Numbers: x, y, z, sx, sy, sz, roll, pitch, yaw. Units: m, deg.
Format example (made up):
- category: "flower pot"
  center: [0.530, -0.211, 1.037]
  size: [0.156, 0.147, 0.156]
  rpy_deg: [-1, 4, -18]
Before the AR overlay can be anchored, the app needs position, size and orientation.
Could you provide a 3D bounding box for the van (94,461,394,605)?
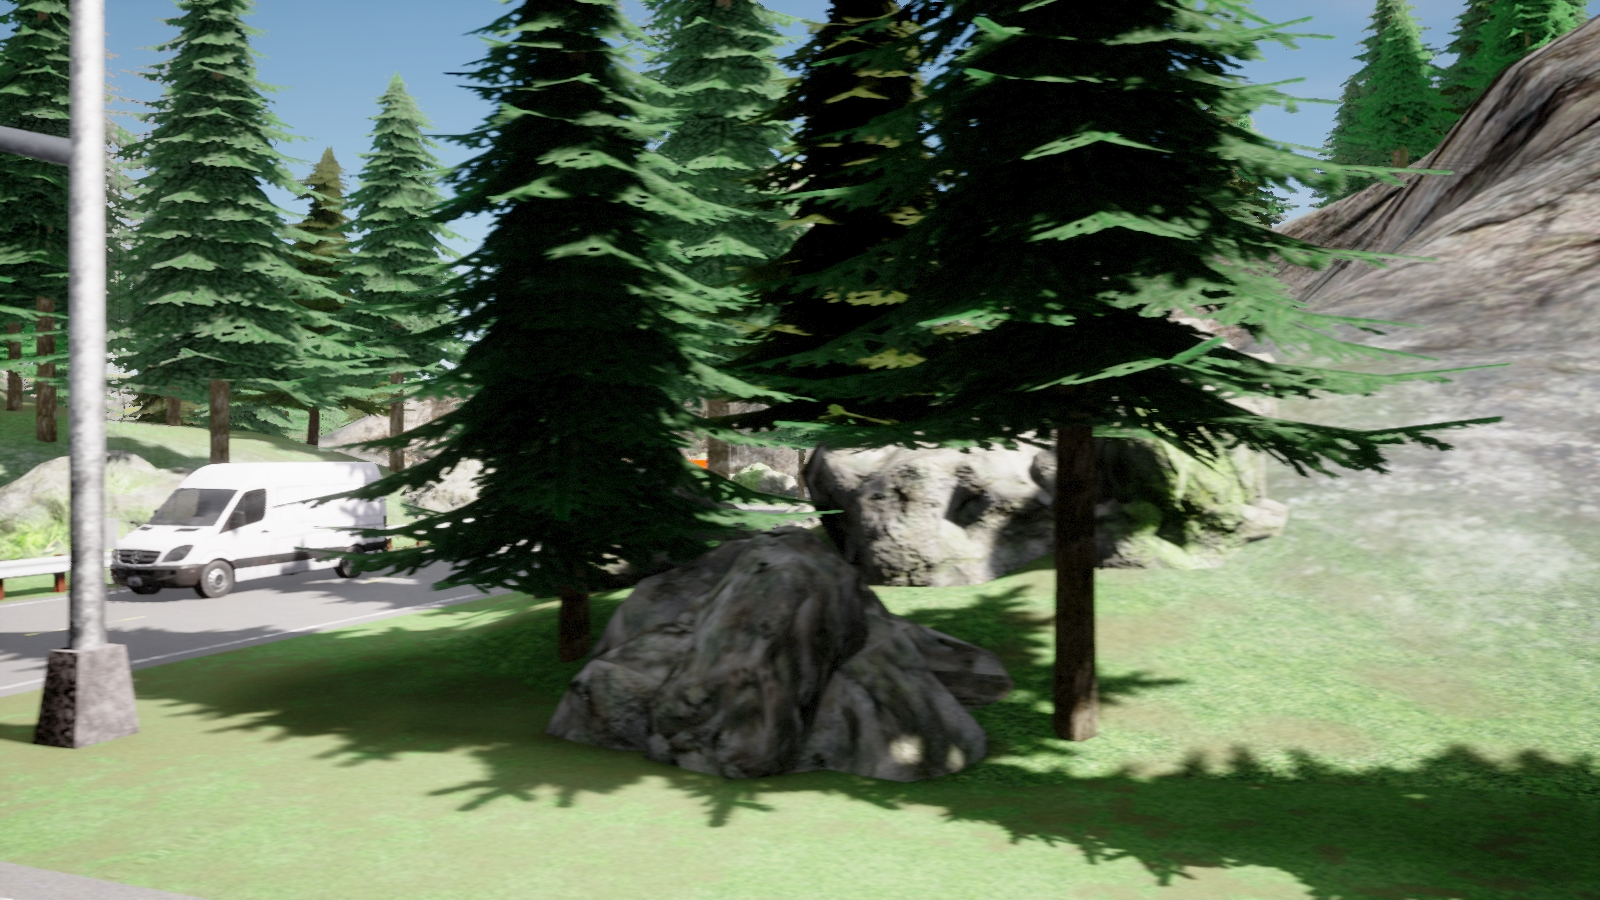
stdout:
- category: "van"
  center: [-11.283, 1.531, 23.839]
  size: [1.988, 2.561, 5.915]
  rpy_deg: [0, 0, 20]
